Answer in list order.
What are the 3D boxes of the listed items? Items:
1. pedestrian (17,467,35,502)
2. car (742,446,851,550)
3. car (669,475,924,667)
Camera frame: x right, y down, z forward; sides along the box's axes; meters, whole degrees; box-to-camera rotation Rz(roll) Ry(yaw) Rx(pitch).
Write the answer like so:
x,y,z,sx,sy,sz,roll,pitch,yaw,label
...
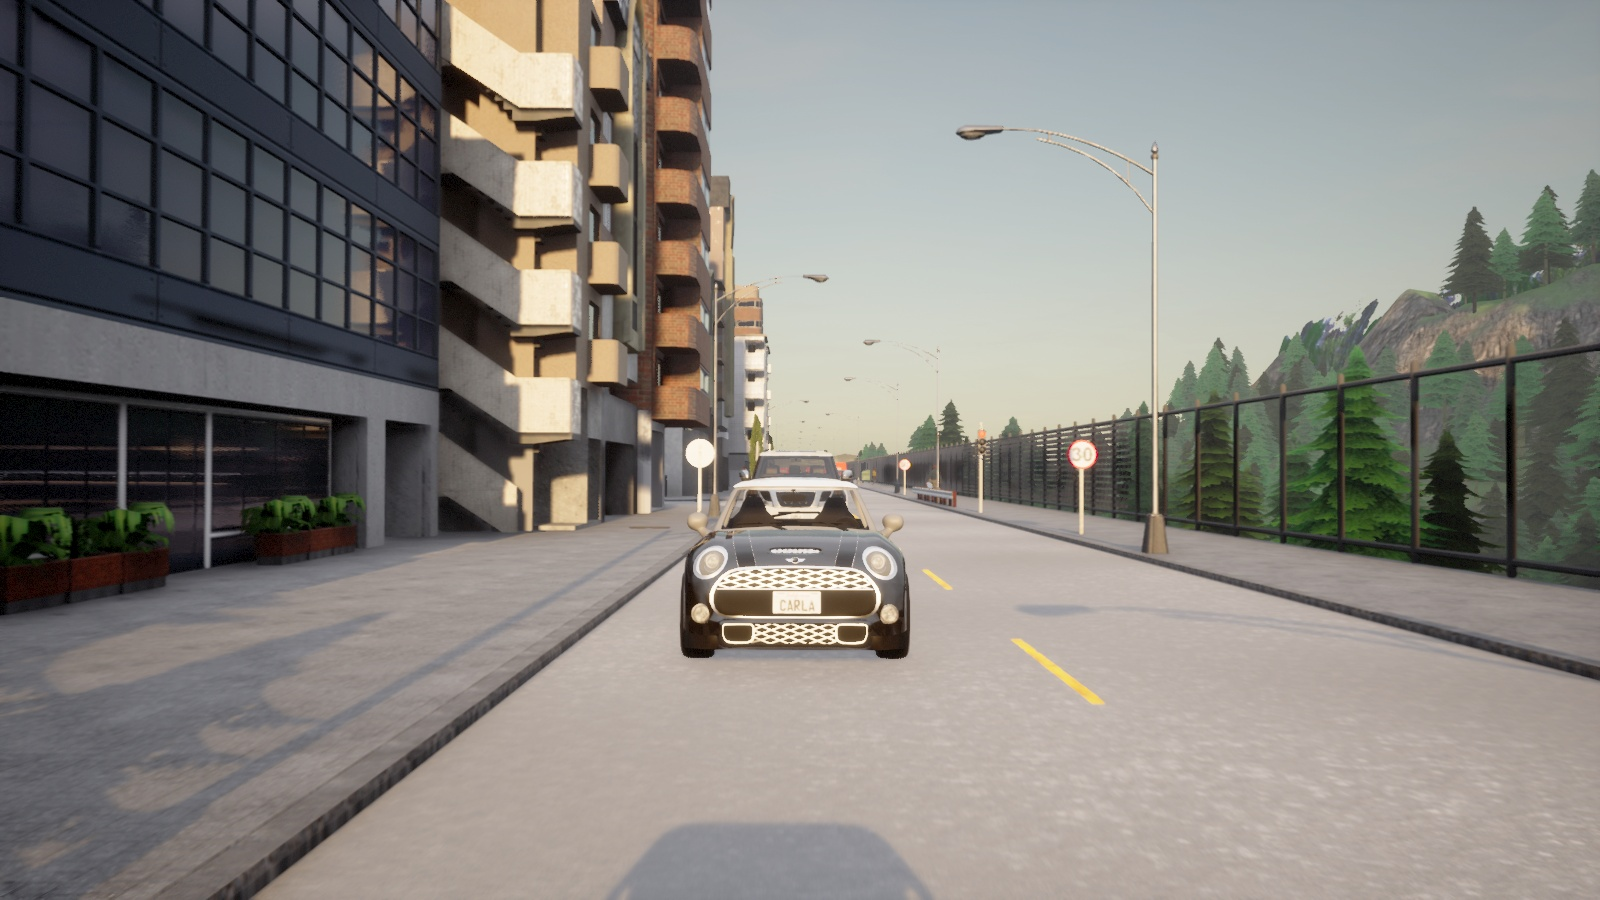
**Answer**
x,y,z,sx,sy,sz,roll,pitch,yaw,label
-40.880,1.796,66.304,0.726,1.835,0.370,0,-1,0,pedestrian
-0.081,0.997,27.677,2.150,2.045,5.566,0,-1,0,car
-0.034,0.975,11.647,1.970,1.475,3.806,0,-1,0,car
